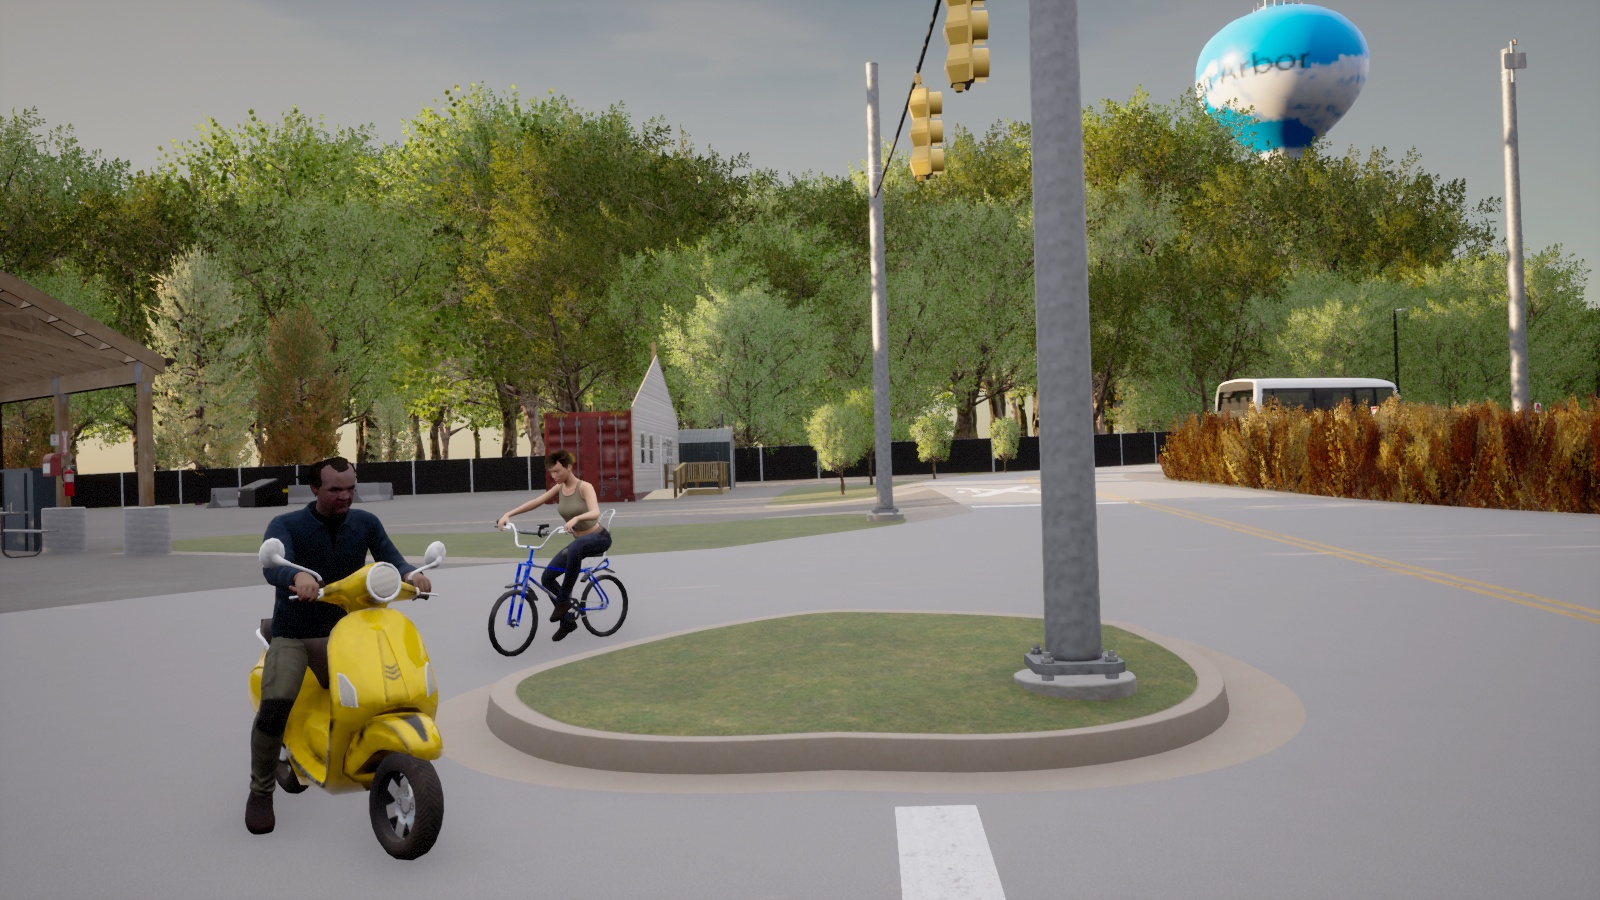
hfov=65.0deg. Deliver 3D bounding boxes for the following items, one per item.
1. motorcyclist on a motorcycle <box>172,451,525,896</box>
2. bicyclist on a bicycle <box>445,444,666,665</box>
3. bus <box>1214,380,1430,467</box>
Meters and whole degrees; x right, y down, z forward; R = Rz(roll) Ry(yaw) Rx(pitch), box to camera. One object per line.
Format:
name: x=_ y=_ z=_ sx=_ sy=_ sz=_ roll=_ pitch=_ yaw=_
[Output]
motorcyclist on a motorcycle: x=-2.029 y=0.809 z=5.479 sx=0.866 sy=1.590 sz=1.817 roll=0 pitch=0 yaw=-40
bicyclist on a bicycle: x=-1.980 y=0.793 z=10.329 sx=0.866 sy=1.612 sz=1.509 roll=-1 pitch=2 yaw=39
bus: x=27.000 y=-1.376 z=64.989 sx=10.273 sy=4.253 sz=3.944 roll=-1 pitch=-1 yaw=-20
